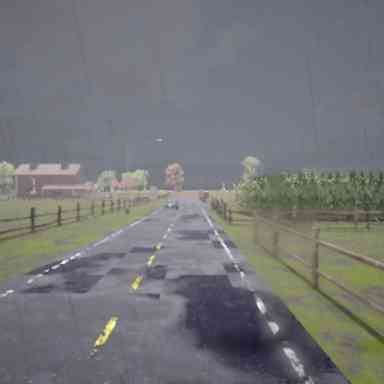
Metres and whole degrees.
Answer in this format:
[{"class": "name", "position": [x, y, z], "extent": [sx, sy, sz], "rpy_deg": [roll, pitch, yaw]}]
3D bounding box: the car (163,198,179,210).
[{"class": "car", "position": [-2.768, 1.559, 45.163], "extent": [2.128, 1.511, 4.902], "rpy_deg": [0, 0, 0]}]
